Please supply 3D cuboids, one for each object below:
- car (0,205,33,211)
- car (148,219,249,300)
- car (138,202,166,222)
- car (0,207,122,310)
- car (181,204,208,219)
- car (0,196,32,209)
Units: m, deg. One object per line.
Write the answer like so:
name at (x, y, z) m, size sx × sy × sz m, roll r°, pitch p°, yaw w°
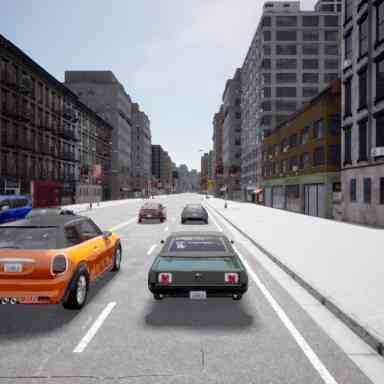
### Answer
car at (-6.542, 1.507, 15.133) m, size 1.837 × 1.490 × 4.892 m, roll 0°, pitch 0°, yaw 0°
car at (0.132, 1.601, 8.322) m, size 1.895 × 1.301 × 4.718 m, roll 0°, pitch 0°, yaw 0°
car at (-3.048, 1.532, 26.029) m, size 1.812 × 1.442 × 4.674 m, roll 0°, pitch 0°, yaw 0°
car at (-3.122, 1.352, 7.984) m, size 2.097 × 1.767 × 4.553 m, roll 0°, pitch 0°, yaw 1°
car at (0.200, 1.570, 25.284) m, size 1.994 × 1.385 × 4.181 m, roll 0°, pitch 0°, yaw 0°
car at (-9.790, 1.224, 16.347) m, size 2.150 × 2.045 × 5.566 m, roll 0°, pitch 0°, yaw 0°
